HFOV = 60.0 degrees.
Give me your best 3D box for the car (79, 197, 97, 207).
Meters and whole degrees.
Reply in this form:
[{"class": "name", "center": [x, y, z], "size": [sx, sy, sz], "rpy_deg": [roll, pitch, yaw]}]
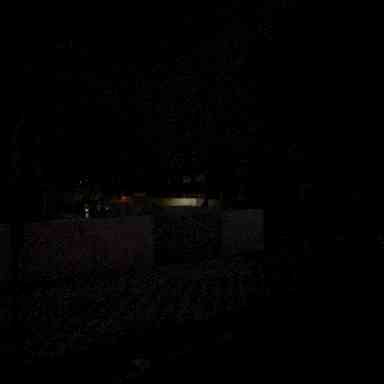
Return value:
[{"class": "car", "center": [-15.623, 1.554, 49.080], "size": [1.837, 1.490, 4.892], "rpy_deg": [0, 0, -35]}]
